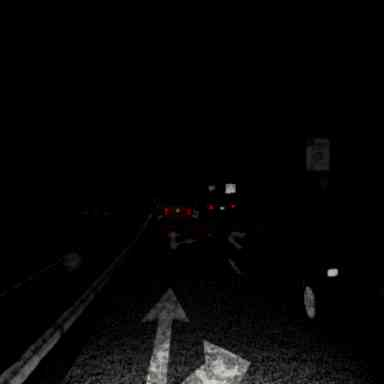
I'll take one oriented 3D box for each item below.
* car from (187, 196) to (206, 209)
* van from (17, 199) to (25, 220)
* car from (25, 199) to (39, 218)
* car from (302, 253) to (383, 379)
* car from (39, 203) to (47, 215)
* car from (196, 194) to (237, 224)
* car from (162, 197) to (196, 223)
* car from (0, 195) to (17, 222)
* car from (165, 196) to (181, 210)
[{"bbox_3d":[0.506,1.321,42.630,2.128,1.511,4.902,0,1,-2],"label":"car"},{"bbox_3d":[-14.802,1.221,23.782,4.442,1.987,1.878,0,0,-5],"label":"van"},{"bbox_3d":[-15.201,1.306,26.514,4.553,1.767,2.185,0,0,-5],"label":"car"},{"bbox_3d":[2.956,1.475,4.103,2.097,1.535,5.008,0,0,-1],"label":"car"},{"bbox_3d":[-15.415,1.415,29.262,4.892,1.521,2.231,0,0,-5],"label":"car"},{"bbox_3d":[1.795,1.157,24.391,2.150,2.045,5.566,0,0,-4],"label":"car"},{"bbox_3d":[-1.143,1.293,25.075,2.097,1.767,4.553,0,0,-4],"label":"car"},{"bbox_3d":[-14.691,1.212,21.035,5.566,2.045,2.435,0,0,-5],"label":"car"},{"bbox_3d":[-2.360,1.317,42.155,1.882,1.535,5.008,0,0,-3],"label":"car"}]
